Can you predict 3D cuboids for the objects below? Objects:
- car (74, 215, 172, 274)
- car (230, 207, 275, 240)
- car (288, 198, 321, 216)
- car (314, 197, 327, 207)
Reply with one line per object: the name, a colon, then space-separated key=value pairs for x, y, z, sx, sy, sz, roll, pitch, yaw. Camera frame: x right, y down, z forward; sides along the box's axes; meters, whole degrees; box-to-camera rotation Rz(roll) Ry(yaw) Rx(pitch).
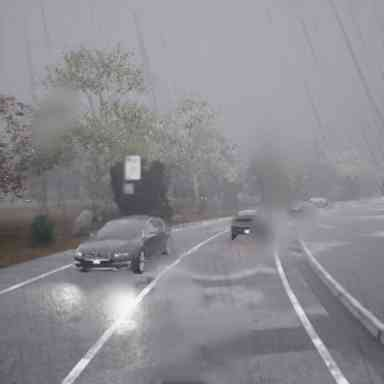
car: x=-1.999 y=1.571 z=10.939 sx=1.837 sy=1.490 sz=4.892 roll=-1 pitch=-1 yaw=11
car: x=3.232 y=1.563 z=17.571 sx=1.837 sy=1.490 sz=4.892 roll=-2 pitch=-1 yaw=17
car: x=11.142 y=1.603 z=33.469 sx=1.994 sy=1.385 sz=4.181 roll=-3 pitch=-2 yaw=34
car: x=17.641 y=1.473 z=47.136 sx=1.812 sy=1.442 sz=4.674 roll=-5 pitch=-1 yaw=42
